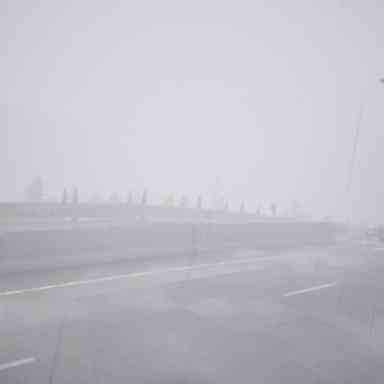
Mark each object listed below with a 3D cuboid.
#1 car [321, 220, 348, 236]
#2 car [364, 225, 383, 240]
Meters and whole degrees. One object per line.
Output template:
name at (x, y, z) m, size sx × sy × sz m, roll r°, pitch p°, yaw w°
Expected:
car at (14.964, 3.812, 36.148) m, size 4.902 × 1.511 × 2.128 m, roll 9°, pitch -5°, yaw -35°
car at (20.398, 4.363, 35.725) m, size 4.902 × 1.511 × 2.128 m, roll 9°, pitch -5°, yaw -35°
